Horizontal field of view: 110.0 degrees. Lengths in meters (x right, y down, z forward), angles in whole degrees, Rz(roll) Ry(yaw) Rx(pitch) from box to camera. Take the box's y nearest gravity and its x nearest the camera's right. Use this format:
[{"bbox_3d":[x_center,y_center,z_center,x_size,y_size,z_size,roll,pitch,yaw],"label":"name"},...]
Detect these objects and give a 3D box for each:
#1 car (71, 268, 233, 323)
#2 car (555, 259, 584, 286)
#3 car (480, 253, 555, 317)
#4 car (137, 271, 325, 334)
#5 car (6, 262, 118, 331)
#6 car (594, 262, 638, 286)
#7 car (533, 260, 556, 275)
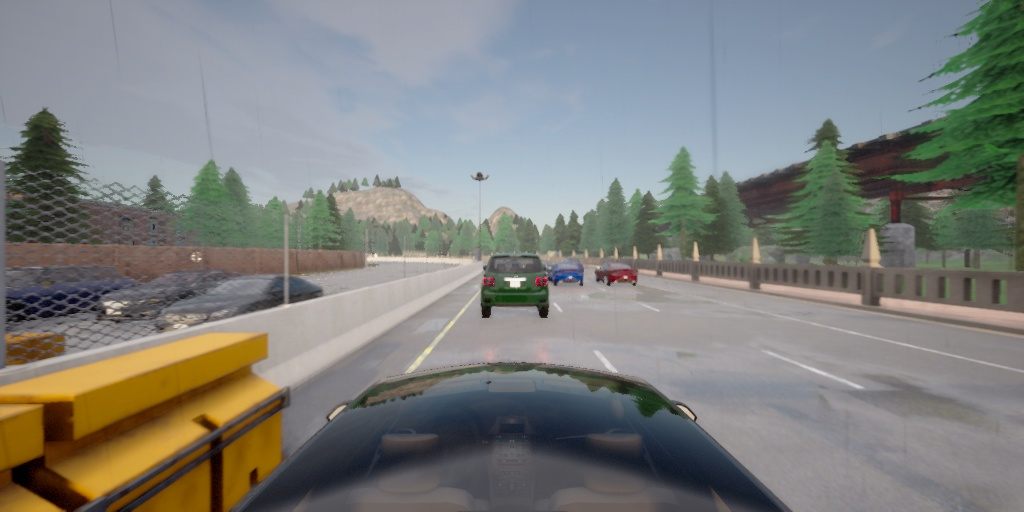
[{"bbox_3d":[-10.592,1.209,11.990,2.128,1.511,4.902,0,0,0],"label":"car"},{"bbox_3d":[3.578,1.151,24.433,1.882,1.535,5.008,0,0,0],"label":"car"},{"bbox_3d":[0.090,0.930,13.090,2.150,2.045,5.566,0,0,0],"label":"car"},{"bbox_3d":[-7.040,1.249,9.991,1.812,1.442,4.674,0,0,1],"label":"car"},{"bbox_3d":[-14.036,1.074,10.546,2.097,1.767,4.553,0,0,0],"label":"car"},{"bbox_3d":[7.027,1.149,24.639,1.882,1.535,5.008,0,0,0],"label":"car"},{"bbox_3d":[3.485,1.171,39.111,2.033,1.411,5.357,0,0,0],"label":"car"}]
